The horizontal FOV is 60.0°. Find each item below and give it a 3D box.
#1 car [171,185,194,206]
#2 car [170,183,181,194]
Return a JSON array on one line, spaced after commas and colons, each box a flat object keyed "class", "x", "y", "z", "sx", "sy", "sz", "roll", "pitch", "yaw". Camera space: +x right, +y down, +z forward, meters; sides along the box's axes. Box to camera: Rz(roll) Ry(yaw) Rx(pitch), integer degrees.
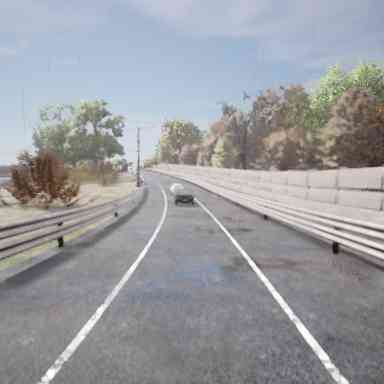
[{"class": "car", "x": -0.861, "y": 0.451, "z": 33.658, "sx": 1.882, "sy": 1.535, "sz": 5.008, "roll": 0, "pitch": 4, "yaw": -5}, {"class": "car", "x": -2.124, "y": -0.486, "z": 46.779, "sx": 1.812, "sy": 1.442, "sz": 4.674, "roll": 0, "pitch": 5, "yaw": -6}]
